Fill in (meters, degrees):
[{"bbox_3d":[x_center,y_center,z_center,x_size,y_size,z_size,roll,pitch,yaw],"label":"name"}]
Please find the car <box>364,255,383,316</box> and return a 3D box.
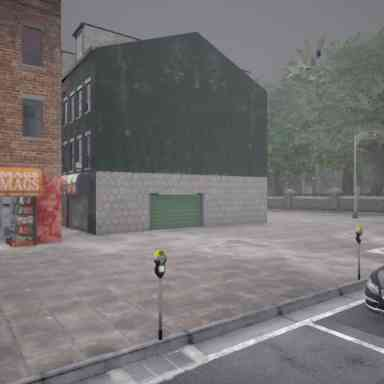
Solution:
[{"bbox_3d":[5.046,1.551,6.424,4.403,1.369,2.008,0,0,-36],"label":"car"}]
